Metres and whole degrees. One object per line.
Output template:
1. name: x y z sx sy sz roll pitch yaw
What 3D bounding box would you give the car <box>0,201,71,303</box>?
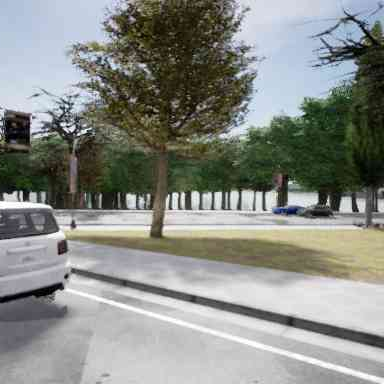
1. car: -4.979 1.212 7.240 5.566 2.045 2.150 0 0 36

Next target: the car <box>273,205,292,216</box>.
1. car: 13.688 2.538 46.175 5.008 1.535 1.882 1 1 -11

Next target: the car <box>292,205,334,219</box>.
1. car: 15.977 2.493 43.304 4.553 1.767 2.097 1 1 -11
